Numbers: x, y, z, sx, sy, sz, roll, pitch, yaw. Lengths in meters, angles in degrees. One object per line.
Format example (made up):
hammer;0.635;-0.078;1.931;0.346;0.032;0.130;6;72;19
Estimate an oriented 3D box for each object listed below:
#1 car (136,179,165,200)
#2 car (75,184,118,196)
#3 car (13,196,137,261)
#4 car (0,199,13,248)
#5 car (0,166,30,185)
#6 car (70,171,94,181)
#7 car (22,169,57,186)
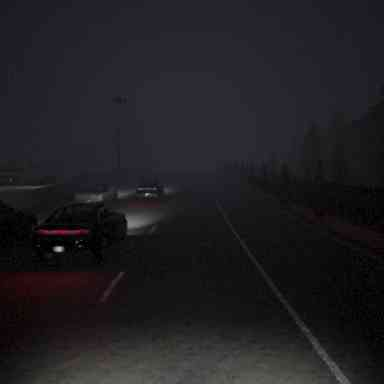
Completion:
car;-3.295;-0.288;26.768;2.128;1.511;4.902;0;7;1
car;-6.818;0.105;24.276;1.895;1.301;4.718;0;6;1
car;-3.377;1.121;10.831;2.128;1.511;4.902;0;3;0
car;-6.885;0.990;10.839;2.097;1.767;4.553;0;4;0
car;-20.895;-1.960;39.207;2.150;2.045;5.566;0;6;1
car;-13.879;-1.950;42.089;1.994;1.385;4.181;0;7;0
car;-17.401;-1.616;38.832;1.812;1.442;4.674;0;7;0
